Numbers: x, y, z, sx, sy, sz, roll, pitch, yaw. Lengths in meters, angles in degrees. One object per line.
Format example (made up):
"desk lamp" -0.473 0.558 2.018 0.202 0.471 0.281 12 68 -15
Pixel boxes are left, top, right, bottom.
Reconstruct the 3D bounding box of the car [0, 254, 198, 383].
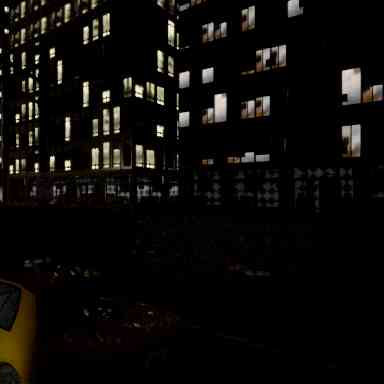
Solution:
"car" -2.217 1.525 4.451 4.829 1.417 1.752 0 0 35
